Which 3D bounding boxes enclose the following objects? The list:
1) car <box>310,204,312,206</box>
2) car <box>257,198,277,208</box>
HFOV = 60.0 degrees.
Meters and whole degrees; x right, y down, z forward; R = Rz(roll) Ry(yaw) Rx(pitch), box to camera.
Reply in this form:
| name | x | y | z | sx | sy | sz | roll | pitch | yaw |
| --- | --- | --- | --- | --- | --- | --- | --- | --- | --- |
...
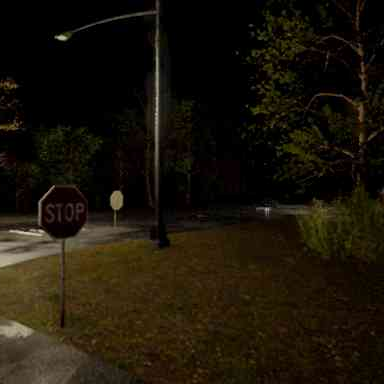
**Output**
| name | x | y | z | sx | sy | sz | roll | pitch | yaw |
| --- | --- | --- | --- | --- | --- | --- | --- | --- | --- |
| car | 20.807 | 1.839 | 54.084 | 2.033 | 1.411 | 5.357 | 0 | 0 | 35 |
| car | 12.366 | 1.830 | 54.318 | 1.837 | 1.490 | 4.892 | 0 | 1 | 36 |
